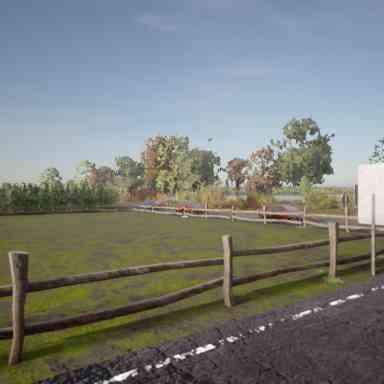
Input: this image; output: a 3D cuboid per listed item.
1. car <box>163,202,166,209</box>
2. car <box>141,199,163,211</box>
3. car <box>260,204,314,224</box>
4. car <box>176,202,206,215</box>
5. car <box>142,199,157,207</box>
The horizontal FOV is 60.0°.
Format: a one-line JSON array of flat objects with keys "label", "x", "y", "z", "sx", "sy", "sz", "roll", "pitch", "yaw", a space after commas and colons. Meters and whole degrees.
[{"label": "car", "x": -5.744, "y": 2.166, "z": 57.614, "sx": 1.812, "sy": 1.442, "sz": 4.674, "roll": -1, "pitch": 0, "yaw": -17}, {"label": "car", "x": -6.319, "y": 2.151, "z": 50.227, "sx": 1.994, "sy": 1.385, "sz": 4.181, "roll": -1, "pitch": 0, "yaw": -22}, {"label": "car", "x": 7.646, "y": 1.761, "z": 27.294, "sx": 1.812, "sy": 1.442, "sz": 4.674, "roll": -1, "pitch": 0, "yaw": -35}, {"label": "car", "x": -0.027, "y": 1.899, "z": 38.620, "sx": 1.882, "sy": 1.535, "sz": 5.008, "roll": -1, "pitch": -1, "yaw": -32}, {"label": "car", "x": -8.643, "y": 2.244, "z": 67.409, "sx": 2.128, "sy": 1.511, "sz": 4.902, "roll": 0, "pitch": 0, "yaw": -19}]
